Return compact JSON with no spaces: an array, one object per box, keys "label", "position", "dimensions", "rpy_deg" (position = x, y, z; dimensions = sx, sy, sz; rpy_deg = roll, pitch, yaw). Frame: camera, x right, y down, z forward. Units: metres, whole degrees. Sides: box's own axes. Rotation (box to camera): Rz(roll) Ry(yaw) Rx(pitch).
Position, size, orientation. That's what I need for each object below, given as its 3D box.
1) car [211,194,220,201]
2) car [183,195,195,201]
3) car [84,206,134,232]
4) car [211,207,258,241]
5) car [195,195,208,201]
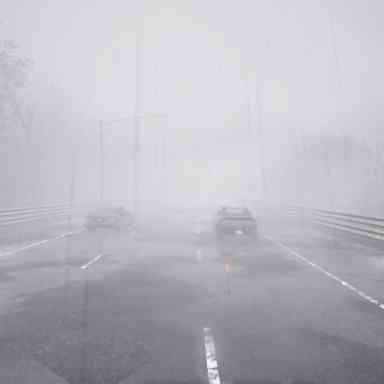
[{"label":"car","position":[5.953,1.437,86.310],"dimensions":[2.097,1.767,4.553],"rpy_deg":[0,0,6]},{"label":"car","position":[-1.132,1.621,85.775],"dimensions":[2.033,1.411,5.357],"rpy_deg":[0,0,6]},{"label":"car","position":[-4.887,1.555,20.240],"dimensions":[2.033,1.411,5.357],"rpy_deg":[0,0,1]},{"label":"car","position":[2.064,1.496,16.692],"dimensions":[2.128,1.511,4.902],"rpy_deg":[0,0,1]},{"label":"car","position":[2.397,1.676,85.897],"dimensions":[1.895,1.301,4.718],"rpy_deg":[0,0,6]}]
